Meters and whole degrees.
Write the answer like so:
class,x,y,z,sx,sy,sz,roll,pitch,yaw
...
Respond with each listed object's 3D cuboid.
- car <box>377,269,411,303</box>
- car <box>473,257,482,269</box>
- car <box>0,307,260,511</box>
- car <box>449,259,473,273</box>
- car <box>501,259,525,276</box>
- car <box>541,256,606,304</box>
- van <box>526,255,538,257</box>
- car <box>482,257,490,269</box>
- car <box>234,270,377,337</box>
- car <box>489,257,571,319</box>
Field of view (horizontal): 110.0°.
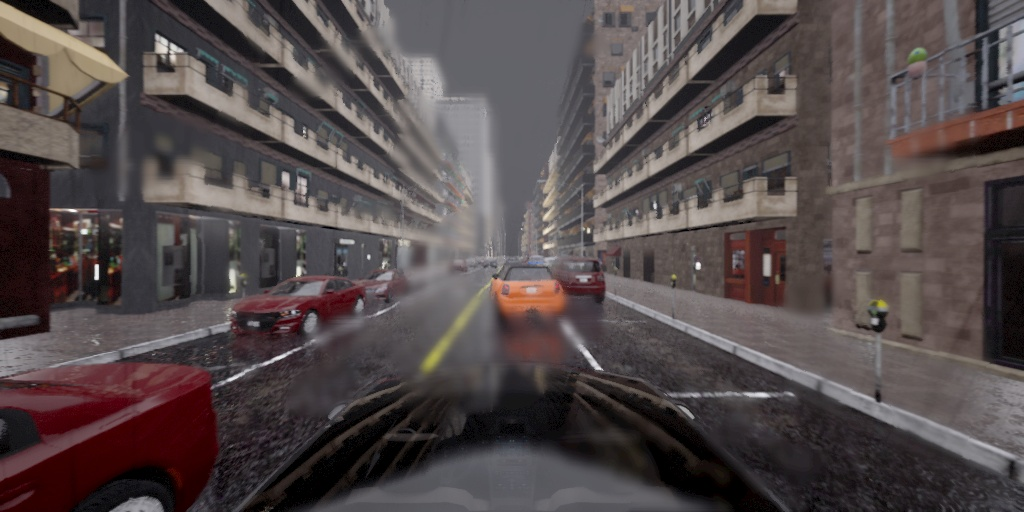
class,x,y,z,sx,sy,sz,roll,pitch,yaw
car,-5.691,1.249,15.844,1.802,1.307,4.207,0,0,0
car,-5.693,1.027,49.937,2.007,1.370,4.403,0,0,0
car,-3.099,1.234,0.529,1.882,1.535,5.008,0,0,0
car,-5.692,1.084,38.573,1.888,1.381,4.507,0,0,0
car,0.097,1.052,34.800,2.128,1.511,4.902,0,0,0
car,2.689,0.983,15.846,2.192,1.841,5.009,0,0,0
van,2.688,0.881,38.575,1.690,1.789,3.998,0,0,0
car,-3.006,1.021,50.582,2.033,1.411,5.357,0,0,0
car,-5.691,1.245,10.161,1.888,1.381,4.507,0,0,0
car,0.413,1.038,12.639,2.097,1.767,4.553,0,0,-5
